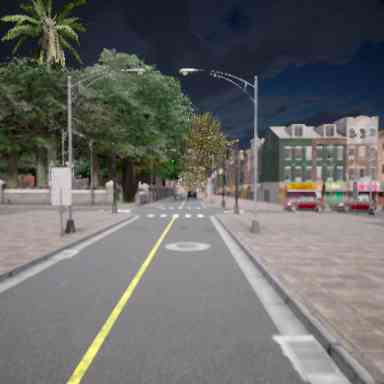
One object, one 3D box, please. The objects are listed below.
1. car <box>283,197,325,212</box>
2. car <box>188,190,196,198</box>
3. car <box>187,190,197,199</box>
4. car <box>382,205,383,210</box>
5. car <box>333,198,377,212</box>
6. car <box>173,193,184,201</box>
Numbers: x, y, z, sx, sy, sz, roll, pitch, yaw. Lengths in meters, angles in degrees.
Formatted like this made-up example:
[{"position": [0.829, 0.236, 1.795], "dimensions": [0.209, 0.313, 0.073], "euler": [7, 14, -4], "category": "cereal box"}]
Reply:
[{"position": [11.832, 1.250, 35.472], "dimensions": [4.097, 1.590, 1.967], "euler": [1, 1, 0], "category": "car"}, {"position": [-0.006, 0.456, 86.947], "dimensions": [2.150, 2.045, 5.566], "euler": [0, 0, 0], "category": "car"}, {"position": [-0.005, 0.635, 76.527], "dimensions": [2.150, 2.045, 5.566], "euler": [0, 0, 0], "category": "car"}, {"position": [22.699, 1.499, 35.475], "dimensions": [4.313, 1.339, 1.947], "euler": [1, 1, 0], "category": "car"}, {"position": [17.266, 1.311, 35.472], "dimensions": [4.097, 1.590, 1.967], "euler": [1, 1, 0], "category": "car"}, {"position": [-2.759, 0.972, 67.261], "dimensions": [2.128, 1.511, 4.902], "euler": [0, 1, 0], "category": "car"}]
